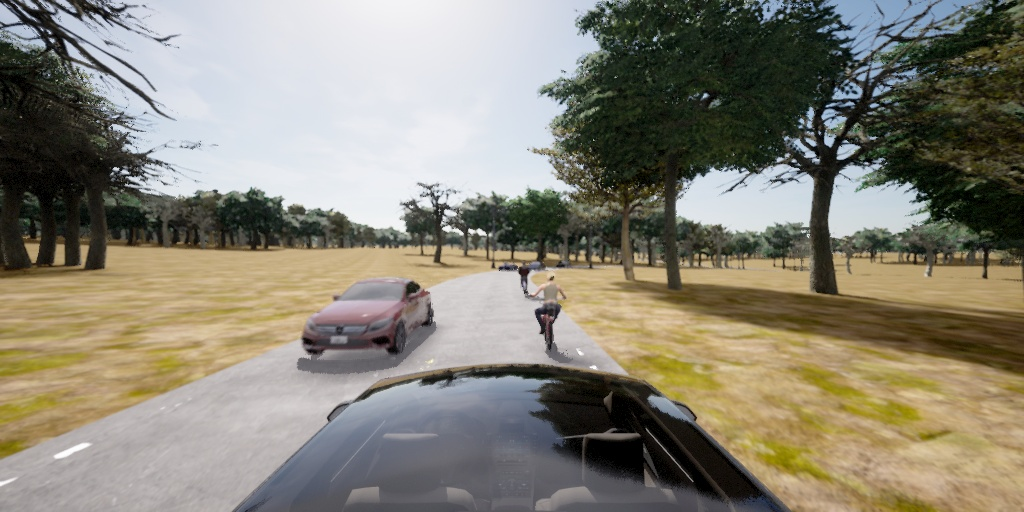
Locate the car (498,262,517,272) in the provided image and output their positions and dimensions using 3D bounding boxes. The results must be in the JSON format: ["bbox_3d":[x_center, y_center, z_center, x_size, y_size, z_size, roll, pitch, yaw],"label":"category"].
[{"bbox_3d":[-0.627,1.575,51.810,1.895,1.301,4.718,0,0,14],"label":"car"}]

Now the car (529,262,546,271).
[{"bbox_3d":[4.011,1.587,56.801,2.033,1.411,5.357,0,0,18],"label":"car"}]

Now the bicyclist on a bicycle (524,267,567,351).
[{"bbox_3d":[0.794,1.134,7.809,0.866,1.612,1.509,3,-1,-1],"label":"bicyclist on a bicycle"}]

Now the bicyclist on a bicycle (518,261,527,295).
[{"bbox_3d":[0.598,1.141,18.026,0.659,1.776,1.843,0,0,-1],"label":"bicyclist on a bicycle"}]

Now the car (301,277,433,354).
[{"bbox_3d":[-3.191,1.269,8.864,1.812,1.442,4.674,0,0,-1],"label":"car"}]
